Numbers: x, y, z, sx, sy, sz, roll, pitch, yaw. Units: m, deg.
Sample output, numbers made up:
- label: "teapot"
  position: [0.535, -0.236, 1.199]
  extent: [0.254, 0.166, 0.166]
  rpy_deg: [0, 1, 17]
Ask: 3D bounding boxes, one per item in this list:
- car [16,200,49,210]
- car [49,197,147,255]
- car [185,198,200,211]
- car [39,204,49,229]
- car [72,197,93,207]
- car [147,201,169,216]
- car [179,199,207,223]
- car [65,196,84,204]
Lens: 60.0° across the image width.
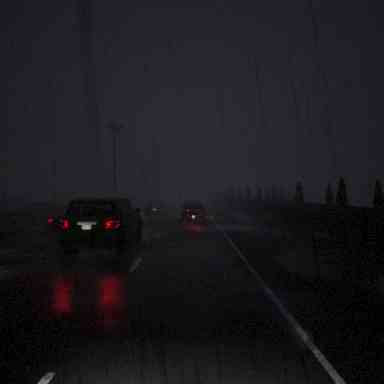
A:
- label: "car"
  position: [-14.081, 1.538, 30.155]
  extent: [1.837, 1.490, 4.892]
  rpy_deg: [0, 0, 0]
- label: "car"
  position: [-3.399, 1.233, 13.401]
  extent: [2.150, 2.045, 5.566]
  rpy_deg: [0, 0, 0]
- label: "car"
  position: [0.103, 1.576, 43.035]
  extent: [1.812, 1.442, 4.674]
  rpy_deg: [0, 0, 0]
- label: "car"
  position: [-6.899, 1.567, 20.110]
  extent: [2.033, 1.411, 5.357]
  rpy_deg: [0, 0, 0]
- label: "car"
  position: [-17.502, 1.591, 53.209]
  extent: [1.812, 1.442, 4.674]
  rpy_deg: [0, 0, 0]
- label: "car"
  position: [-3.398, 1.601, 32.513]
  extent: [1.994, 1.385, 4.181]
  rpy_deg: [0, 0, 0]
- label: "car"
  position: [0.101, 1.531, 26.223]
  extent: [1.837, 1.490, 4.892]
  rpy_deg: [0, -1, 0]
- label: "car"
  position: [-21.027, 1.344, 59.648]
  extent: [1.994, 1.385, 4.181]
  rpy_deg: [0, 0, -1]
